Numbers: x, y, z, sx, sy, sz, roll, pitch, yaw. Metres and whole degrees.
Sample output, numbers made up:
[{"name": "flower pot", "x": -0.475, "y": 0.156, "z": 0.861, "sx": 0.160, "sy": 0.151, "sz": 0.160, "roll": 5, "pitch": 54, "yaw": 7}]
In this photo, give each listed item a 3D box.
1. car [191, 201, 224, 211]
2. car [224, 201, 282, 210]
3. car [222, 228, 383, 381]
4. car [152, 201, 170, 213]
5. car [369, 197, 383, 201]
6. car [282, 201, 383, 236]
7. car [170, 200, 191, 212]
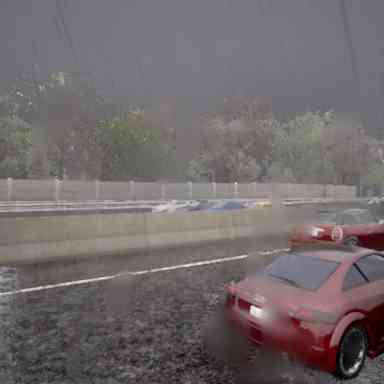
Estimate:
[{"name": "car", "x": 2.734, "y": 1.500, "z": 27.432, "sx": 5.008, "sy": 1.535, "sz": 1.882, "roll": 0, "pitch": 0, "yaw": -35}, {"name": "car", "x": 5.064, "y": 1.501, "z": 24.793, "sx": 5.008, "sy": 1.535, "sz": 1.882, "roll": 0, "pitch": 0, "yaw": -35}, {"name": "car", "x": 2.525, "y": 1.569, "z": 5.545, "sx": 4.181, "sy": 1.385, "sz": 1.994, "roll": 0, "pitch": 0, "yaw": -35}, {"name": "car", "x": -1.662, "y": 1.547, "z": 32.893, "sx": 4.674, "sy": 1.442, "sz": 1.812, "roll": 0, "pitch": 0, "yaw": -35}, {"name": "car", "x": 31.910, "y": 1.594, "z": 56.728, "sx": 4.902, "sy": 1.511, "sz": 2.128, "roll": 0, "pitch": 0, "yaw": -35}, {"name": "car", "x": 5.703, "y": 1.365, "z": 12.112, "sx": 4.553, "sy": 1.767, "sz": 2.097, "roll": 0, "pitch": 0, "yaw": -35}, {"name": "car", "x": 0.693, "y": 1.548, "z": 30.274, "sx": 4.674, "sy": 1.442, "sz": 1.812, "roll": 0, "pitch": 0, "yaw": -35}]
